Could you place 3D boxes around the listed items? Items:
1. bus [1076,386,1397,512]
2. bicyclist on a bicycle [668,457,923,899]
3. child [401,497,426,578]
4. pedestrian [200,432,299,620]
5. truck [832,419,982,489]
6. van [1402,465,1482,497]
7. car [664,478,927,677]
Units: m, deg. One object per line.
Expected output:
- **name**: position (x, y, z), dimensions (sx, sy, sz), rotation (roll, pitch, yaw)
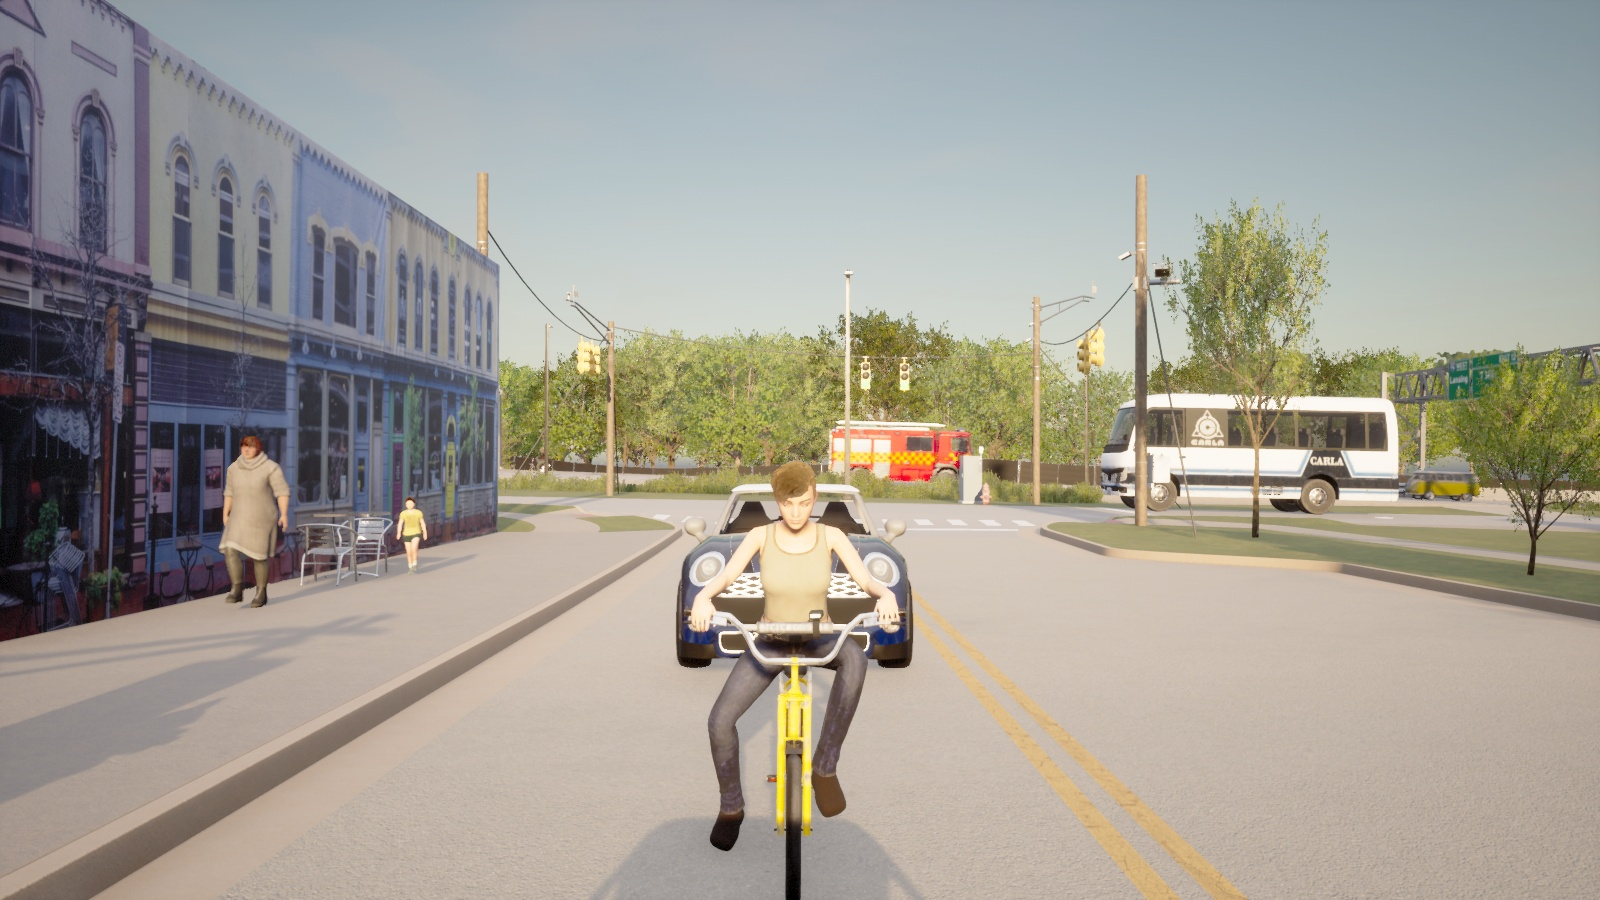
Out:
- **bus**: position (15.633, 0.002, 45.704), dimensions (10.273, 4.253, 3.944), rotation (1, -1, -1)
- **bicyclist on a bicycle**: position (-0.013, 0.848, 5.047), dimensions (0.866, 1.612, 1.509), rotation (0, -1, 0)
- **child**: position (-5.420, 1.218, 17.604), dimensions (0.255, 1.110, 0.394), rotation (0, -1, -5)
- **pedestrian**: position (-5.891, 0.794, 13.481), dimensions (0.659, 1.952, 0.873), rotation (0, -1, 2)
- **truck**: position (6.163, 0.254, 73.426), dimensions (8.468, 3.827, 2.891), rotation (1, -1, 0)
- **van**: position (42.924, 2.071, 84.053), dimensions (4.442, 1.987, 1.775), rotation (1, -1, 0)
- **car**: position (-0.034, 1.002, 11.341), dimensions (1.970, 1.475, 3.806), rotation (0, -1, 0)
